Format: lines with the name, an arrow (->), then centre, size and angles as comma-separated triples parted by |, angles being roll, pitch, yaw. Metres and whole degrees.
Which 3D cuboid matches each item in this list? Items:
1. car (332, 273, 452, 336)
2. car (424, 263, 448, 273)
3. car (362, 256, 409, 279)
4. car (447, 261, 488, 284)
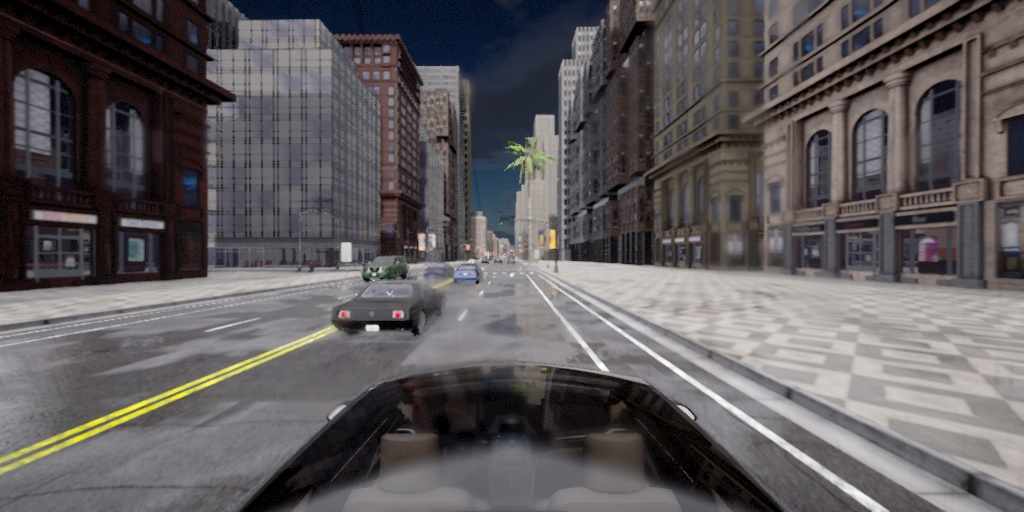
car -> -3.163, 1.352, 10.360 | 1.895, 1.301, 4.718 | 0, 0, 0
car -> -6.607, 1.304, 32.814 | 2.033, 1.411, 5.357 | 0, 0, 0
car -> -9.878, 0.982, 28.461 | 2.150, 2.045, 5.566 | 0, 0, 0
car -> -3.196, 1.298, 26.938 | 2.033, 1.411, 5.357 | 0, 0, 0
